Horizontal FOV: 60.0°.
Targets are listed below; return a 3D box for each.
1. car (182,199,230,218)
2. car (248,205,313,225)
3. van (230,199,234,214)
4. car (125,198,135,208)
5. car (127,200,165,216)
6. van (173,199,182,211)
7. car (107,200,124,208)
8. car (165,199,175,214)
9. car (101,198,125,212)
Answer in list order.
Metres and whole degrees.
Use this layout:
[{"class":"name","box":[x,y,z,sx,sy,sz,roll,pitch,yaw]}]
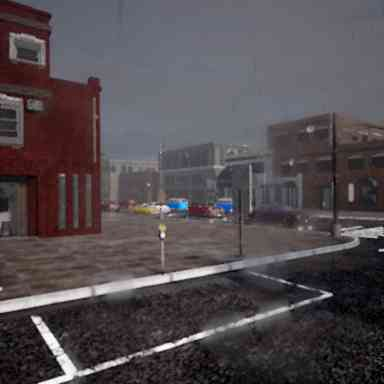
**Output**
[{"class":"car","box":[1.358,1.727,34.539,2.097,1.767,4.553,-1,0,-36]},{"class":"car","box":[6.953,1.787,26.906,2.033,1.411,5.357,-1,0,-36]},{"class":"van","box":[4.482,1.697,40.049,1.690,1.788,3.998,-2,0,-36]},{"class":"car","box":[-12.240,2.076,62.876,2.192,1.841,5.009,-2,0,-36]},{"class":"car","box":[-5.515,2.041,39.579,1.752,1.417,4.829,-2,0,-36]},{"class":"van","box":[-2.206,1.858,49.179,1.690,1.788,3.998,-2,0,-36]},{"class":"car","box":[-15.577,2.424,67.442,1.802,1.307,4.206,-2,0,-36]},{"class":"car","box":[-4.560,2.043,42.635,1.812,1.442,4.674,-1,0,-36]},{"class":"car","box":[-12.310,1.995,48.847,2.192,1.841,5.009,-2,0,-36]}]
